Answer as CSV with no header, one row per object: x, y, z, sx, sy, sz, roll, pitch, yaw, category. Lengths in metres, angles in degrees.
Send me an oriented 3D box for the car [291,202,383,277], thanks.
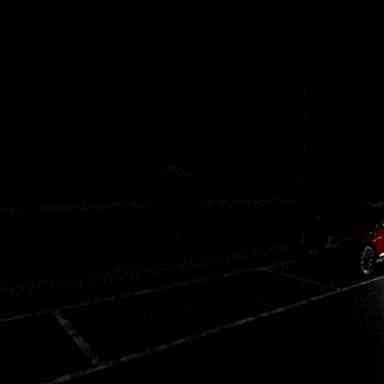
5.251,1.253,10.242,5.009,1.841,2.192,0,0,-35,car
